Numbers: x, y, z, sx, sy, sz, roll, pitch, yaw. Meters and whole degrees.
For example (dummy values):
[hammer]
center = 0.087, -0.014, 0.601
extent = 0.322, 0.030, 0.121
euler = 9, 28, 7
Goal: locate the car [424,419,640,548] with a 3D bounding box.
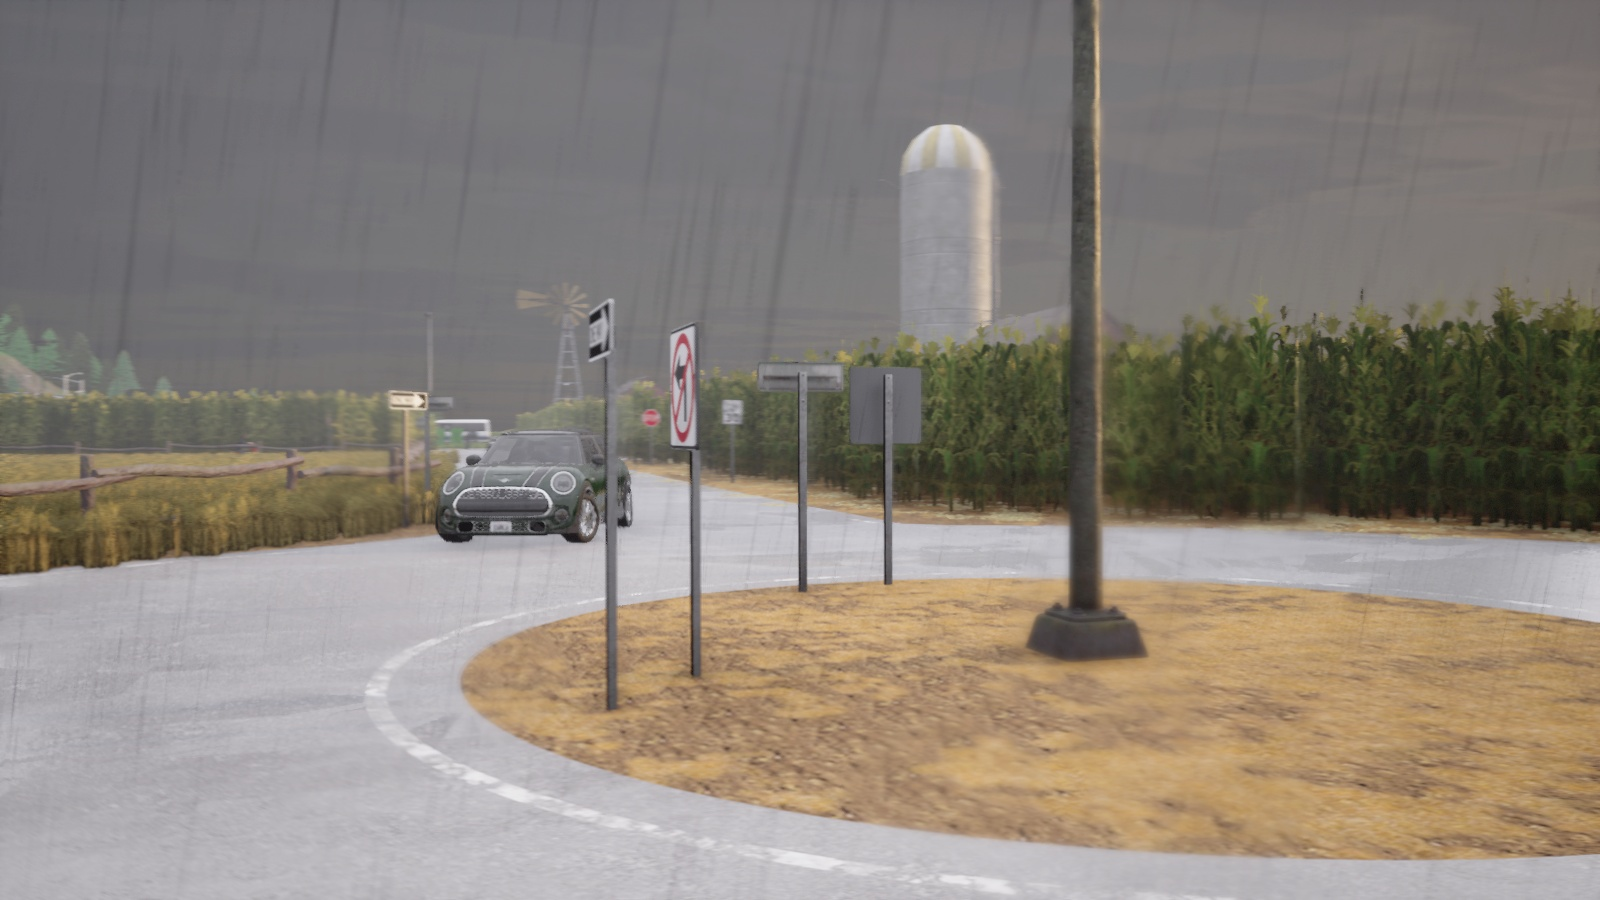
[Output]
[car]
center = -4.004, 0.432, 19.651
extent = 2.097, 1.767, 4.553
euler = 0, 1, 5
